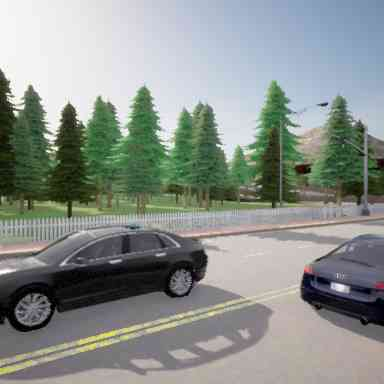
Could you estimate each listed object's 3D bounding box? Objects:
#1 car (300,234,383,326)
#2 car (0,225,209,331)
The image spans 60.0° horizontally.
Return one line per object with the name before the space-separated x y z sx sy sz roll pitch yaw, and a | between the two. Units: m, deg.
car | 4.102 1.564 6.697 4.181 1.385 1.994 0 0 -35
car | -1.886 1.504 6.948 4.892 1.490 1.837 0 0 -36
